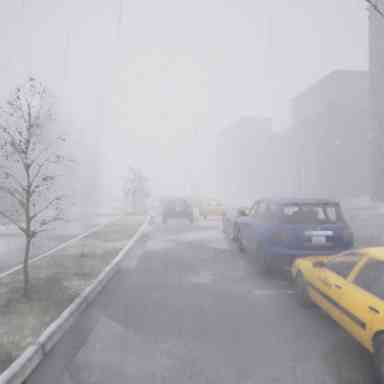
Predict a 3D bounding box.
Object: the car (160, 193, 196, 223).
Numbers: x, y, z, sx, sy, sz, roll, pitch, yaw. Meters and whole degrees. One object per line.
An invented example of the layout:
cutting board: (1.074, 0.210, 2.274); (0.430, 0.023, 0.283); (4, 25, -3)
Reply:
car: (-1.117, 1.204, 24.420); (2.097, 1.767, 4.553); (0, 1, -5)

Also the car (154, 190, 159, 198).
car: (-6.745, 0.891, 76.207); (2.163, 1.488, 4.792); (0, 1, -11)

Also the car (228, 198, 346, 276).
car: (2.827, 1.180, 10.342); (2.435, 2.045, 5.566); (0, 0, -2)

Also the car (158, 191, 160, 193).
car: (-5.640, 0.963, 70.741); (2.002, 1.452, 4.674); (0, 1, -11)

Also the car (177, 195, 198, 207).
car: (-0.649, 1.204, 45.082); (2.163, 1.488, 4.792); (0, 0, -8)

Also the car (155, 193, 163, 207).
car: (-3.151, 1.205, 41.337); (2.128, 1.511, 4.902); (0, 1, -8)

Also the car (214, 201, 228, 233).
car: (2.572, 1.399, 15.885); (2.231, 1.521, 4.892); (0, 0, -3)

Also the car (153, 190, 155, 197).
car: (-7.836, 0.838, 81.614); (2.002, 1.452, 4.674); (0, 1, -11)

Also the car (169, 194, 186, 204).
car: (-2.364, 1.090, 54.525); (2.097, 1.535, 5.008); (0, 0, -11)

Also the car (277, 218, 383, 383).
car: (3.003, 1.455, 4.936); (1.946, 1.575, 5.366); (0, 0, -1)

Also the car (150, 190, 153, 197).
car: (-8.942, 0.761, 87.081); (2.163, 1.488, 4.792); (0, 1, -11)

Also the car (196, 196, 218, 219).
car: (1.672, 1.313, 27.174); (1.946, 1.575, 5.366); (0, 0, -5)

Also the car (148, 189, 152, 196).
car: (-10.037, 0.410, 92.513); (2.435, 2.045, 5.566); (0, 1, -11)
